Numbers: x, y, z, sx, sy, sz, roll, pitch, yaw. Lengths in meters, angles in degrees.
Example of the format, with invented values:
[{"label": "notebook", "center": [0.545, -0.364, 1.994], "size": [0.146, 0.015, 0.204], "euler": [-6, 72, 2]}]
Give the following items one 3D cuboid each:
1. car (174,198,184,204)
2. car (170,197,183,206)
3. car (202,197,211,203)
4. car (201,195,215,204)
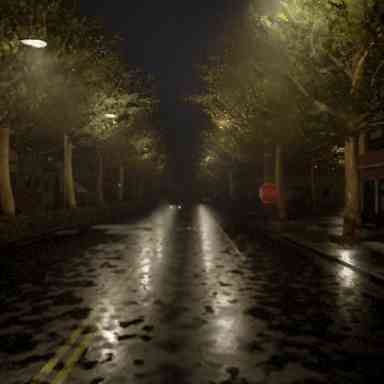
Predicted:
[{"label": "car", "center": [-3.138, 2.088, 80.913], "size": [2.033, 1.411, 5.357], "euler": [0, 0, 0]}, {"label": "car", "center": [-3.238, 1.796, 65.588], "size": [2.097, 1.767, 4.553], "euler": [0, 0, 1]}, {"label": "car", "center": [4.042, 2.096, 90.777], "size": [2.231, 1.521, 4.892], "euler": [0, 0, 0]}, {"label": "car", "center": [3.395, 1.747, 76.416], "size": [2.435, 2.045, 5.566], "euler": [0, 0, 0]}]
